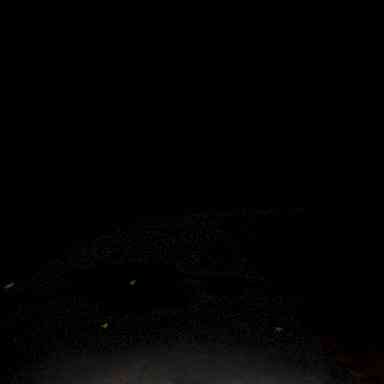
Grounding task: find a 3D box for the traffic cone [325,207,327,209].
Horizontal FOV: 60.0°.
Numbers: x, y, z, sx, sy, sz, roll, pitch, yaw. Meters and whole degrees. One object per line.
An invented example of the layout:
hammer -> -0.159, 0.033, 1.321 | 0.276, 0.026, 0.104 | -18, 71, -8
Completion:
traffic cone -> 22.151, 2.538, 55.026 | 0.340, 0.580, 0.340 | 0, 0, -12
